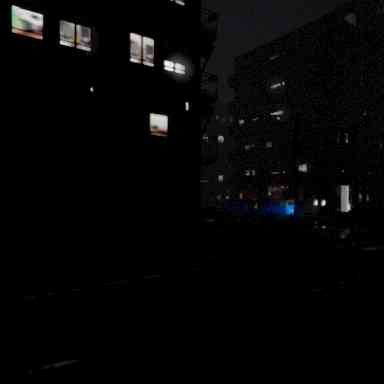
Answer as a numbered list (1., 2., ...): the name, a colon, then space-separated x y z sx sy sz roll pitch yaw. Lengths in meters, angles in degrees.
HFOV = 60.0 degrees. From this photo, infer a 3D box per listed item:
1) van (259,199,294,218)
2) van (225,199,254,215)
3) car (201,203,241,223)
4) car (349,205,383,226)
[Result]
1. van: 8.595 1.591 33.639 1.690 1.788 3.998 -1 0 -36
2. van: 5.277 1.665 38.153 1.690 1.788 3.998 -1 0 -36
3. car: 1.859 1.867 28.718 1.802 1.307 4.206 -1 0 -36
4. car: 13.085 1.602 22.655 2.128 1.511 4.902 0 -1 -24
